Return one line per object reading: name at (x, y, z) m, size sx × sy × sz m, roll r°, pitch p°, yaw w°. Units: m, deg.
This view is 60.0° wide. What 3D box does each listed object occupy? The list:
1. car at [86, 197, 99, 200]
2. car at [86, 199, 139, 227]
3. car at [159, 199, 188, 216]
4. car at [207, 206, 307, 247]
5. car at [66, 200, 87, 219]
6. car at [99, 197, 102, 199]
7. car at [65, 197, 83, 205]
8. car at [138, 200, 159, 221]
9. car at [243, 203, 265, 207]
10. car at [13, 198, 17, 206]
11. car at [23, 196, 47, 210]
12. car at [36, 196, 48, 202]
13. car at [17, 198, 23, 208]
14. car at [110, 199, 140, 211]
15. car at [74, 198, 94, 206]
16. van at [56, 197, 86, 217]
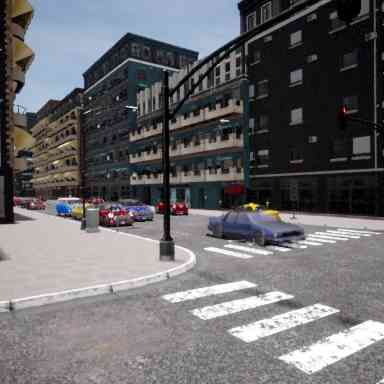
car at (-12.795, 1.592, 38.288) m, size 1.882 × 1.535 × 5.008 m, roll -1°, pitch 0°, yaw -35°
car at (-5.787, 1.552, 23.961) m, size 1.967 × 1.590 × 4.097 m, roll -1°, pitch 1°, yaw -35°
car at (-2.173, 1.441, 33.329) m, size 1.967 × 1.590 × 4.097 m, roll -1°, pitch 1°, yaw -35°
car at (2.768, 1.598, 15.806) m, size 2.033 × 1.411 × 5.357 m, roll -1°, pitch 0°, yaw -31°
car at (-8.898, 1.652, 28.330) m, size 1.752 × 1.417 × 4.829 m, roll -1°, pitch 1°, yaw -35°
car at (-15.019, 1.501, 51.358) m, size 1.967 × 1.590 × 4.097 m, roll -1°, pitch 1°, yaw -35°
car at (-21.441, 1.645, 60.373) m, size 2.008 × 1.369 × 4.403 m, roll -1°, pitch 1°, yaw -35°
car at (-4.952, 1.432, 27.251) m, size 2.097 × 1.767 × 4.553 m, roll -1°, pitch 0°, yaw -35°
car at (4.152, 1.498, 24.455) m, size 1.752 × 1.417 × 4.829 m, roll -1°, pitch 1°, yaw -35°
car at (-31.476, 1.782, 60.019) m, size 1.887 × 1.381 × 4.507 m, roll -1°, pitch 1°, yaw -35°
car at (-21.844, 1.627, 46.496) m, size 1.967 × 1.590 × 4.097 m, roll -1°, pitch 1°, yaw -35°
car at (-37.498, 1.727, 82.910) m, size 1.887 × 1.381 × 4.507 m, roll -1°, pitch 1°, yaw -35°
car at (-25.053, 1.769, 51.004) m, size 1.947 × 1.339 × 4.313 m, roll -1°, pitch 1°, yaw -35°
car at (-8.595, 1.581, 42.344) m, size 2.008 × 1.369 × 4.403 m, roll -1°, pitch 1°, yaw -35°
car at (-18.229, 1.643, 55.866) m, size 1.947 × 1.339 × 4.313 m, roll -1°, pitch 1°, yaw -35°
van at (-12.211, 1.483, 32.974) m, size 1.690 × 1.788 × 3.998 m, roll -1°, pitch 1°, yaw -35°
